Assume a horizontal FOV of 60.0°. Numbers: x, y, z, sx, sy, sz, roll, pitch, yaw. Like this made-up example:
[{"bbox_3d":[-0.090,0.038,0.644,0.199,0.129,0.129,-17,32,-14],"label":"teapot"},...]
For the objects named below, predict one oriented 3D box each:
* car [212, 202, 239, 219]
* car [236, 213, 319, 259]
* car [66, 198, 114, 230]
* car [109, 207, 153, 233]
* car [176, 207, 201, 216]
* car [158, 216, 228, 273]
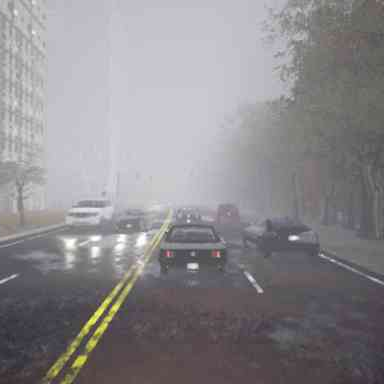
[{"bbox_3d":[2.870,1.683,29.304,1.882,1.535,5.008,-3,-2,-2],"label":"car"},{"bbox_3d":[3.235,1.596,12.917,1.994,1.385,4.181,-2,-3,-3],"label":"car"},{"bbox_3d":[-6.907,1.423,23.251,2.150,2.045,5.566,0,-1,-1],"label":"car"},{"bbox_3d":[-3.607,1.743,20.951,1.994,1.385,4.181,0,-1,-1],"label":"car"},{"bbox_3d":[-0.304,1.824,26.350,1.895,1.301,4.718,0,0,-2],"label":"car"},{"bbox_3d":[0.009,1.694,11.026,1.895,1.301,4.718,0,0,-1],"label":"car"}]
